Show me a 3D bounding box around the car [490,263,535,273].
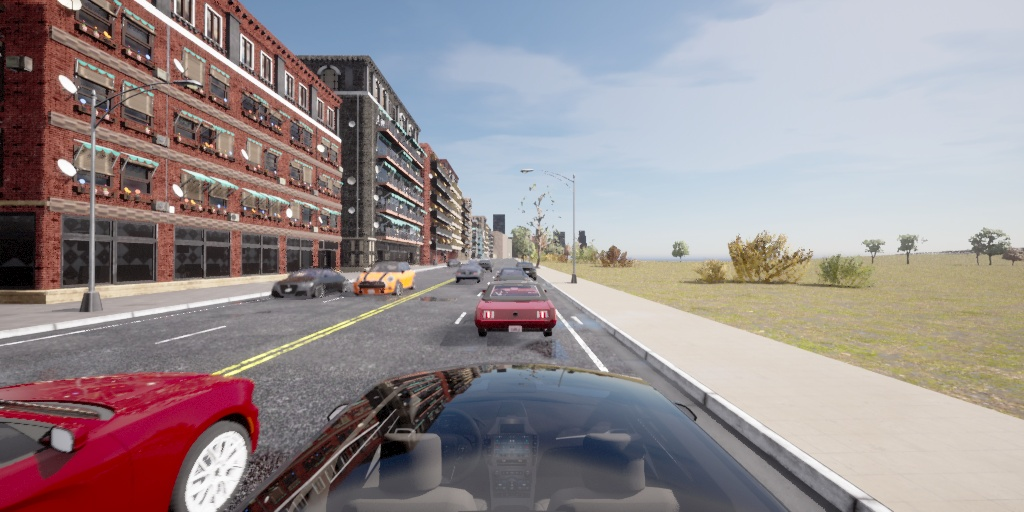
[{"bbox_3d":[0.037,1.317,20.312,1.994,1.385,4.181,0,0,0],"label":"car"}]

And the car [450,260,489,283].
[{"bbox_3d":[-3.227,1.301,28.174,2.033,1.411,5.357,0,0,0],"label":"car"}]

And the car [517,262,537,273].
[{"bbox_3d":[1.053,1.259,30.306,1.837,1.490,4.892,0,0,0],"label":"car"}]

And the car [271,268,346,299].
[{"bbox_3d":[-9.897,1.316,17.868,1.994,1.385,4.181,0,0,0],"label":"car"}]

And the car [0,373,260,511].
[{"bbox_3d":[-3.150,1.227,1.120,1.882,1.535,5.008,0,0,0],"label":"car"}]

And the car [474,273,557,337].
[{"bbox_3d":[0.076,1.352,10.282,1.895,1.301,4.718,0,0,0],"label":"car"}]

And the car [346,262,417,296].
[{"bbox_3d":[-6.652,1.105,19.184,2.097,1.767,4.553,0,0,0],"label":"car"}]

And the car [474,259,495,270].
[{"bbox_3d":[-3.276,1.256,44.721,1.837,1.490,4.892,0,-1,0],"label":"car"}]

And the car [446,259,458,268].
[{"bbox_3d":[-9.997,1.245,61.406,2.128,1.511,4.902,0,0,0],"label":"car"}]
